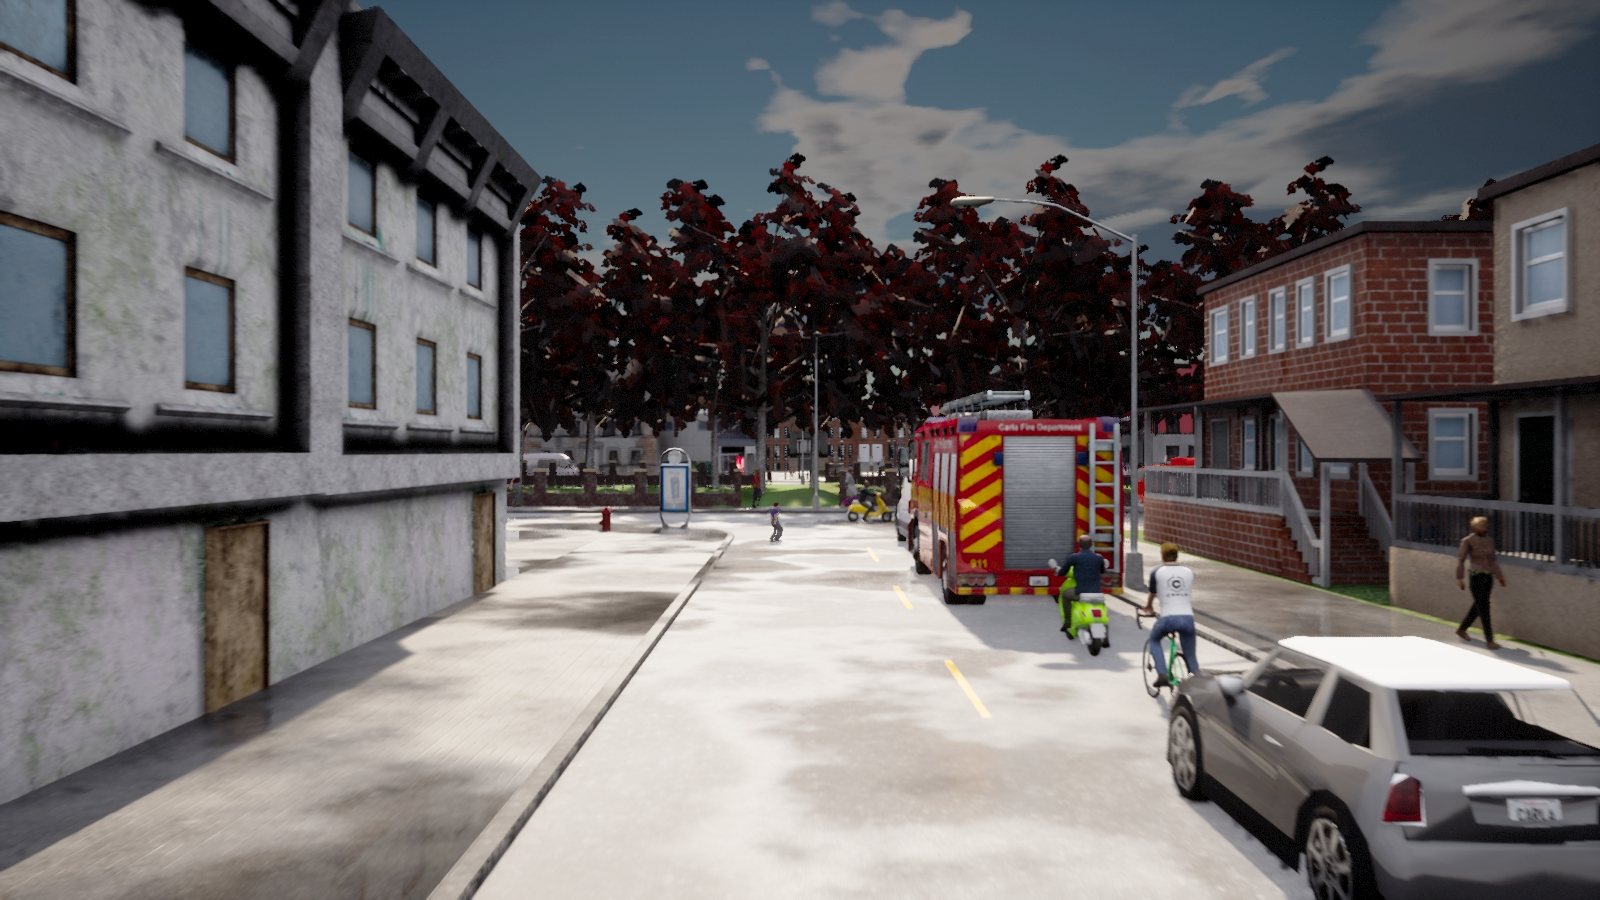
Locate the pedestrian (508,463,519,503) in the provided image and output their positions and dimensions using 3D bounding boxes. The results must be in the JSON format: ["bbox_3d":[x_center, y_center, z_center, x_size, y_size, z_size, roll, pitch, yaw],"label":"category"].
[{"bbox_3d":[-13.244,1.525,52.762,0.375,1.860,0.375,0,0,9],"label":"pedestrian"}]

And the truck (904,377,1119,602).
[{"bbox_3d":[3.988,0.671,23.674,2.891,3.827,8.468,0,0,0],"label":"truck"}]

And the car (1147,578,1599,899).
[{"bbox_3d":[3.999,1.845,8.010,1.970,1.475,3.806,0,0,0],"label":"car"}]

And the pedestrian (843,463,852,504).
[{"bbox_3d":[2.167,1.523,52.038,0.375,1.860,0.375,0,0,5],"label":"pedestrian"}]

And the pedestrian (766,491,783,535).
[{"bbox_3d":[-0.786,1.909,34.671,0.375,1.300,0.375,0,0,-30],"label":"pedestrian"}]

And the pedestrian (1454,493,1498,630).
[{"bbox_3d":[9.318,1.524,15.758,0.375,1.860,0.375,0,0,-2],"label":"pedestrian"}]

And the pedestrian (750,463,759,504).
[{"bbox_3d":[-2.084,1.523,52.233,0.375,1.860,0.375,0,0,-2],"label":"pedestrian"}]

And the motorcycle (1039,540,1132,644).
[{"bbox_3d":[3.997,1.962,16.128,0.856,1.236,1.805,0,0,0],"label":"motorcycle"}]

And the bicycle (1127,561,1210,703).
[{"bbox_3d":[3.997,1.936,12.475,0.373,1.296,1.643,0,0,0],"label":"bicycle"}]
